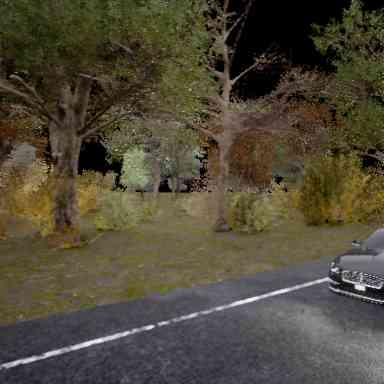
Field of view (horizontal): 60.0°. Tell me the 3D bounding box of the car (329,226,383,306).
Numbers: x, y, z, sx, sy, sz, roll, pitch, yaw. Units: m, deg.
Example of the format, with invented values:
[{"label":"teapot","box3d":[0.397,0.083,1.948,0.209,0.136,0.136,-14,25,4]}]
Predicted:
[{"label":"car","box3d":[5.033,1.472,7.457,4.892,1.490,1.837,0,0,-35]}]
